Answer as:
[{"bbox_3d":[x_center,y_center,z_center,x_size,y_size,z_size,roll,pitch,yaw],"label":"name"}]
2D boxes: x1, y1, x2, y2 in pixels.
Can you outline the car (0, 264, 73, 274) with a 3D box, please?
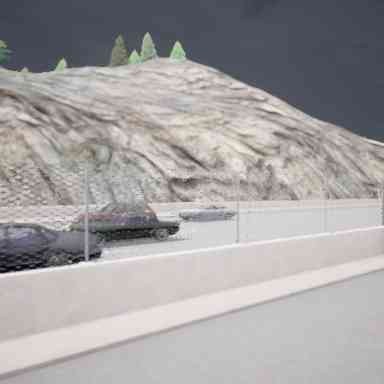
[{"bbox_3d":[-5.215,1.547,8.872,5.357,1.411,2.033,0,0,-36],"label":"car"}]
